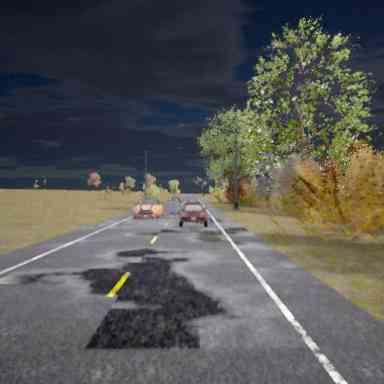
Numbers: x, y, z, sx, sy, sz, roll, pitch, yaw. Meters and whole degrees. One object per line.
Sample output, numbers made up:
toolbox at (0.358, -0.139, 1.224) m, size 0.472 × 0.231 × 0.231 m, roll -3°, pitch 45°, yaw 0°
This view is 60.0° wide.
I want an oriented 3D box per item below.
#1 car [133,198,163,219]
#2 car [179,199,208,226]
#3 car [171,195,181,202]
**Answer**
car at (-3.596, 1.287, 27.890) m, size 2.097 × 1.767 × 4.553 m, roll 0°, pitch 0°, yaw 0°
car at (0.098, 1.472, 22.860) m, size 1.812 × 1.442 × 4.674 m, roll 0°, pitch 0°, yaw 0°
car at (-3.497, 1.342, 73.084) m, size 1.837 × 1.490 × 4.892 m, roll 0°, pitch 0°, yaw 0°
